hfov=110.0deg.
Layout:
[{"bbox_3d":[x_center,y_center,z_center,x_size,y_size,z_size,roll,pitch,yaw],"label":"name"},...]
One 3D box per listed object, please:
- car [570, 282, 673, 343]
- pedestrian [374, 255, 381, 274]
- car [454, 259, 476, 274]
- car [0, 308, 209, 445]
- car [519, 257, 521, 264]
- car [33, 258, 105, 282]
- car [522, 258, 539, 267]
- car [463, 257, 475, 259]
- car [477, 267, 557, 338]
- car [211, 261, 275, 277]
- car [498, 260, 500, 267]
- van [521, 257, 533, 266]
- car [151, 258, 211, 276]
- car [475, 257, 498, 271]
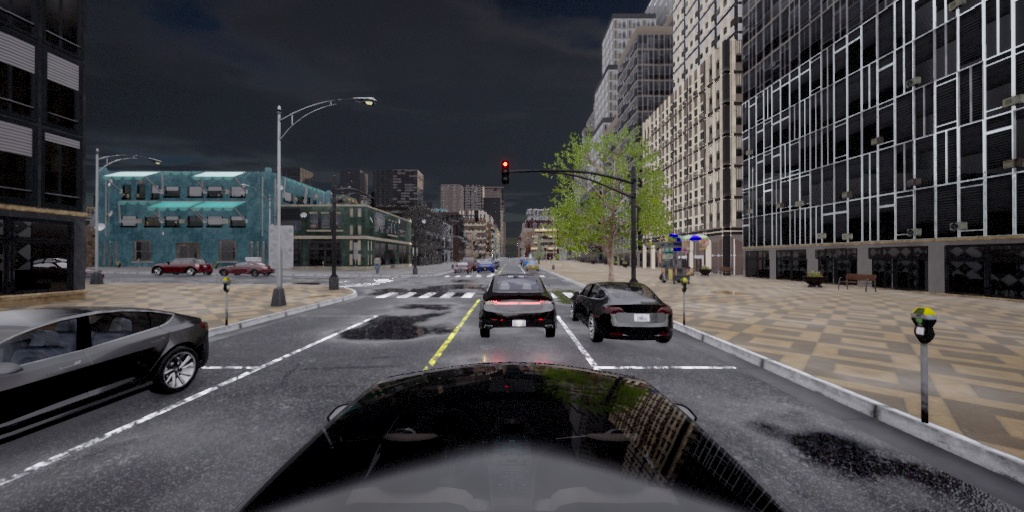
[{"bbox_3d":[2.691,1.315,9.512,1.948,1.339,4.313,0,0,0],"label":"car"},{"bbox_3d":[-12.751,0.784,33.991,0.375,1.860,0.375,0,-1,-1],"label":"pedestrian"},{"bbox_3d":[-5.692,1.329,41.987,1.802,1.307,4.207,0,0,0],"label":"car"},{"bbox_3d":[-5.689,1.315,3.972,1.948,1.339,4.313,0,0,0],"label":"car"},{"bbox_3d":[2.687,1.297,64.194,2.007,1.370,4.403,0,0,0],"label":"car"},{"bbox_3d":[-28.251,0.977,22.442,4.207,1.307,1.802,0,0,-1],"label":"car"},{"bbox_3d":[2.688,1.272,47.711,1.751,1.417,4.829,0,0,0],"label":"car"},{"bbox_3d":[-5.692,1.061,47.538,2.192,1.841,5.009,0,0,0],"label":"car"},{"bbox_3d":[0.110,1.241,10.182,2.128,1.511,4.902,0,0,-1],"label":"car"},{"bbox_3d":[-22.823,1.086,30.900,4.207,1.307,1.802,0,0,-1],"label":"car"},{"bbox_3d":[-3.082,1.311,53.512,1.994,1.385,4.181,0,0,1],"label":"car"},{"bbox_3d":[2.688,1.087,53.093,1.690,1.789,3.998,0,0,0],"label":"van"},{"bbox_3d":[-28.370,0.875,30.821,4.097,1.591,1.967,0,0,-1],"label":"car"},{"bbox_3d":[-3.103,1.225,43.661,1.882,1.535,5.008,0,0,0],"label":"car"}]
